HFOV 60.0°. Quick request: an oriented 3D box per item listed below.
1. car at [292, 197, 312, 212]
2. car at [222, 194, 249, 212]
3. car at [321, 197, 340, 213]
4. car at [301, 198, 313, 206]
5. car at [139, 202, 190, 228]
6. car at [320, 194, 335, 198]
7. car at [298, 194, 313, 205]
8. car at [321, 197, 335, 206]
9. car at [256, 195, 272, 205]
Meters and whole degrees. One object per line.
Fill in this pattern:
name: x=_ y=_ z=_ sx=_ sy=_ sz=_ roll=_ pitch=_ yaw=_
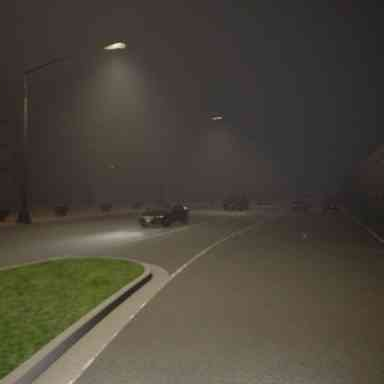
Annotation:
car: x=13.295 y=1.644 z=40.788 sx=2.033 sy=1.411 sz=5.357 roll=0 pitch=0 yaw=21
car: x=5.380 y=1.251 z=40.295 sx=2.150 sy=2.045 sz=5.566 roll=0 pitch=0 yaw=22
car: x=16.615 y=1.672 z=39.652 sx=2.033 sy=1.411 sz=5.357 roll=0 pitch=0 yaw=22
car: x=21.431 y=1.760 z=61.759 sx=1.895 sy=1.301 sz=4.718 roll=0 pitch=0 yaw=21
car: x=-1.744 y=1.469 z=22.202 sx=2.128 sy=1.511 sz=4.902 roll=0 pitch=0 yaw=22
car: x=20.891 y=1.378 z=50.806 sx=2.150 sy=2.045 sz=5.566 roll=0 pitch=0 yaw=21
car: x=17.633 y=1.350 z=52.086 sx=2.150 sy=2.045 sz=5.566 roll=0 pitch=0 yaw=21
car: x=24.678 y=1.677 z=60.451 sx=2.128 sy=1.511 sz=4.902 roll=0 pitch=0 yaw=21
car: x=12.785 y=1.467 z=58.890 sx=2.097 sy=1.767 sz=4.553 roll=0 pitch=0 yaw=21
